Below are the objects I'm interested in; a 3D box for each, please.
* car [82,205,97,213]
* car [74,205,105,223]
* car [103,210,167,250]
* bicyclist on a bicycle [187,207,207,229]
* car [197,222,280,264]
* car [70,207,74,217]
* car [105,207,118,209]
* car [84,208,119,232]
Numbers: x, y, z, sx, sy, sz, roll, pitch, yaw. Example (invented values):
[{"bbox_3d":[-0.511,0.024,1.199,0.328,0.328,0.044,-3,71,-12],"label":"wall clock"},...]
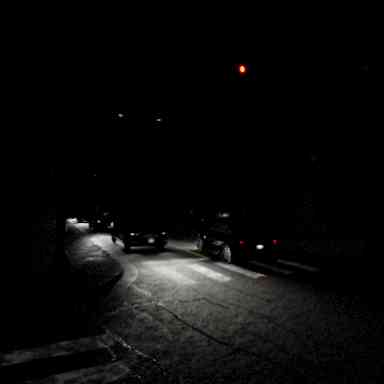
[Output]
[{"bbox_3d":[-17.703,2.855,57.135,1.895,1.301,4.718,1,-2,-24],"label":"car"},{"bbox_3d":[-10.277,2.274,33.043,1.994,1.385,4.181,1,-2,-24],"label":"car"},{"bbox_3d":[-2.715,1.849,16.334,2.128,1.511,4.902,1,-2,-24],"label":"car"},{"bbox_3d":[0.384,1.908,24.617,1.656,1.620,0.582,1,-2,-24],"label":"bicyclist on a bicycle"},{"bbox_3d":[1.686,1.890,13.280,1.994,1.385,4.181,1,-2,-19],"label":"car"},{"bbox_3d":[-14.354,2.501,42.099,1.895,1.301,4.718,1,-2,-24],"label":"car"},{"bbox_3d":[-9.711,2.432,39.525,2.033,1.411,5.357,1,-2,-24],"label":"car"},{"bbox_3d":[-6.539,2.137,24.771,1.895,1.301,4.718,1,-2,-24],"label":"car"}]
